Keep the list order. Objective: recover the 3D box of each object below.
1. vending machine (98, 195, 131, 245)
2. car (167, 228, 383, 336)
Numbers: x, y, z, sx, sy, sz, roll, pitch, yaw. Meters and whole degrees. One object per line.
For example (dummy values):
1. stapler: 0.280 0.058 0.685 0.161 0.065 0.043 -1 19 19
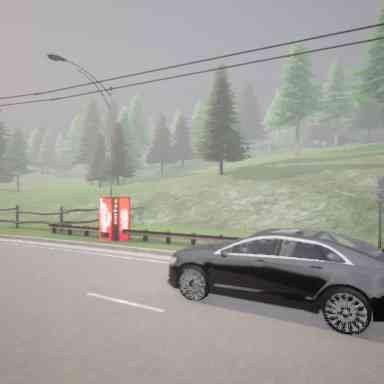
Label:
1. vending machine: -3.417 1.195 14.712 0.880 2.100 1.100 0 0 29
2. car: 1.734 1.492 6.707 4.902 1.511 2.128 0 0 34
